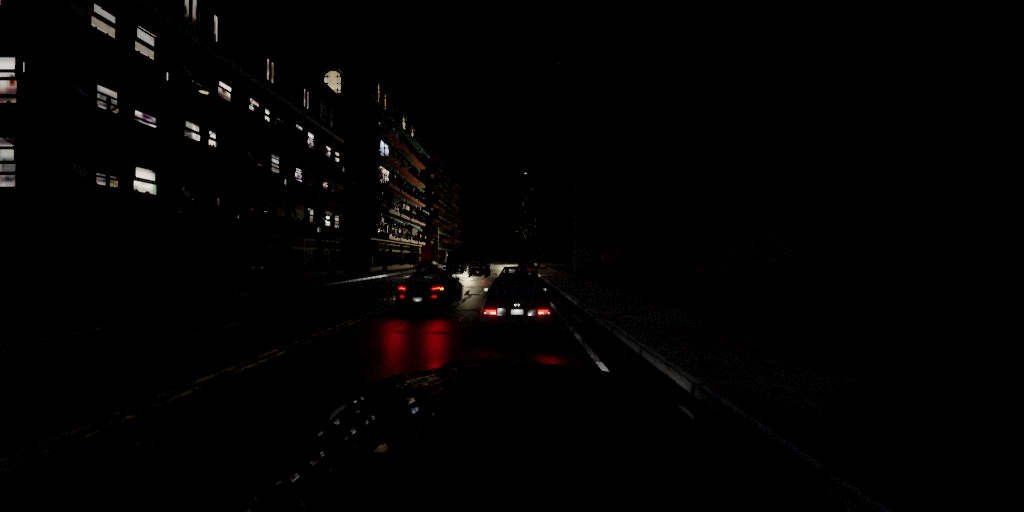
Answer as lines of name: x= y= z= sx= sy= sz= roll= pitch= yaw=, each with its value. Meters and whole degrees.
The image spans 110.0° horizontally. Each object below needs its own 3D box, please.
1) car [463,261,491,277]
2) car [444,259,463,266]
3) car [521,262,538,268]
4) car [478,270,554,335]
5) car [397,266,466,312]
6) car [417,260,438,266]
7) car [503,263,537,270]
car: x=-3.119 y=1.245 z=34.832 sx=2.128 sy=1.511 sz=4.902 roll=0 pitch=0 yaw=0
car: x=-6.563 y=1.105 z=41.256 sx=2.097 sy=1.767 sz=4.553 roll=0 pitch=0 yaw=0
car: x=1.165 y=1.259 z=30.653 sx=1.837 sy=1.490 sz=4.892 roll=0 pitch=0 yaw=0
car: x=0.110 y=1.299 z=10.525 sx=2.033 sy=1.411 sz=5.357 roll=0 pitch=0 yaw=0
car: x=-3.140 y=1.278 z=14.232 sx=1.812 sy=1.442 sz=4.674 roll=0 pitch=0 yaw=0
car: x=-9.812 y=1.245 z=41.639 sx=2.128 sy=1.511 sz=4.902 roll=0 pitch=0 yaw=0
car: x=0.118 y=1.300 z=20.886 sx=2.033 sy=1.411 sz=5.357 roll=0 pitch=0 yaw=0
